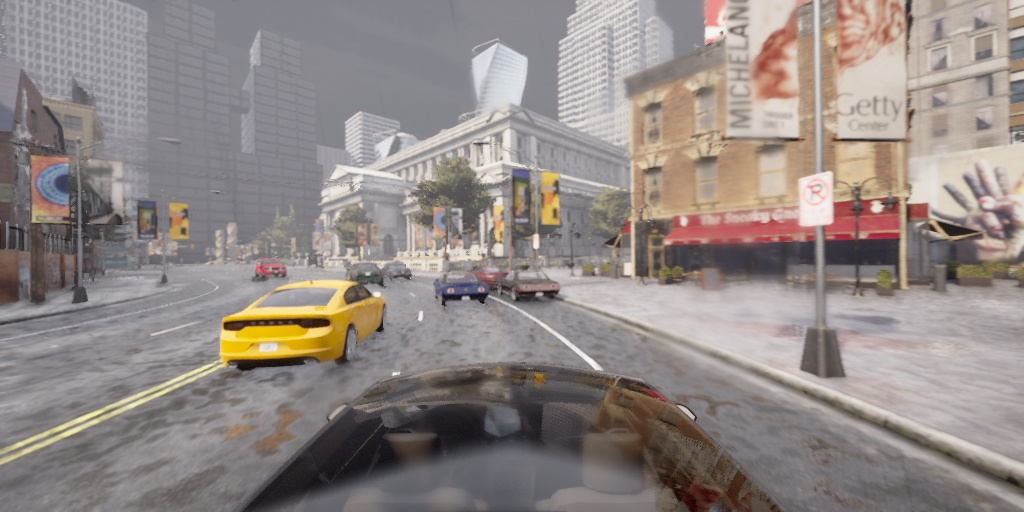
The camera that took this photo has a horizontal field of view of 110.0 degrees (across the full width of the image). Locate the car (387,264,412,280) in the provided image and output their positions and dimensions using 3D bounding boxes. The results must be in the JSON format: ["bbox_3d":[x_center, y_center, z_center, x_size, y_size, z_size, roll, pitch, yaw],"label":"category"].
[{"bbox_3d":[-10.752,1.435,32.337,2.033,1.411,5.357,-1,0,-37],"label":"car"}]

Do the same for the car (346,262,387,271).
[{"bbox_3d":[-10.656,1.239,25.710,2.097,1.767,4.553,-1,0,-30],"label":"car"}]

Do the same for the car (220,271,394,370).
[{"bbox_3d":[-4.169,1.282,8.072,1.882,1.535,5.008,0,0,-8],"label":"car"}]

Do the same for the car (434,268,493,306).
[{"bbox_3d":[-2.456,1.381,16.182,1.895,1.301,4.718,-1,0,-17],"label":"car"}]

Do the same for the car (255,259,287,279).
[{"bbox_3d":[-26.084,1.315,38.726,2.150,2.045,5.566,-1,0,-44],"label":"car"}]
